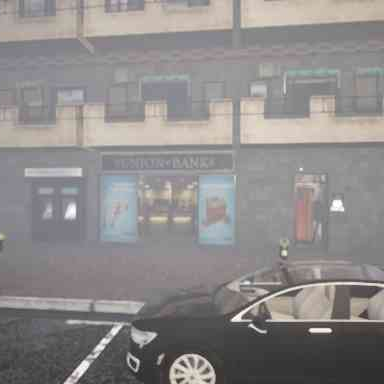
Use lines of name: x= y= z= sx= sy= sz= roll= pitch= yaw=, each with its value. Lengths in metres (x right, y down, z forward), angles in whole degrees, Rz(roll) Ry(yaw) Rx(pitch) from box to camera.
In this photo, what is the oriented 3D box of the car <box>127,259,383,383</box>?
car: x=1.416 y=1.551 z=4.079 sx=4.403 sy=1.369 sz=2.008 roll=0 pitch=0 yaw=7
